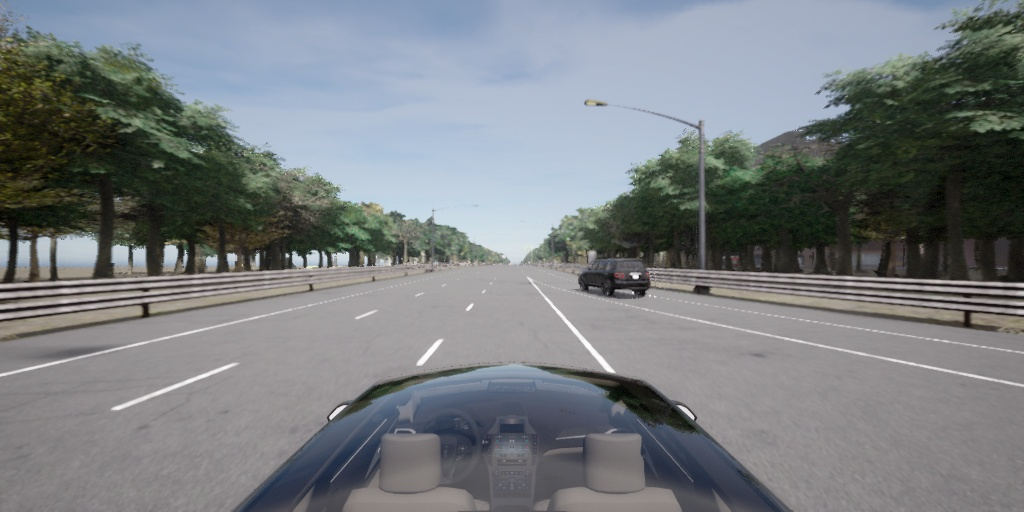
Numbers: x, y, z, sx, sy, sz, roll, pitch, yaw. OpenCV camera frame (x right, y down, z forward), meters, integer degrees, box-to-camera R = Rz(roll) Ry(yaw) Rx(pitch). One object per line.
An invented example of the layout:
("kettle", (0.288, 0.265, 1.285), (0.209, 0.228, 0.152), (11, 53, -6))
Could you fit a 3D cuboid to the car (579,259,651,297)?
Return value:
("car", (5.791, 1.181, 20.876), (2.150, 2.045, 5.566), (0, 0, -11))
